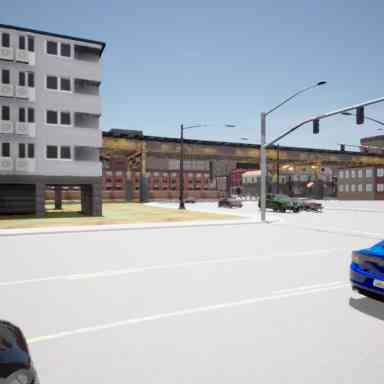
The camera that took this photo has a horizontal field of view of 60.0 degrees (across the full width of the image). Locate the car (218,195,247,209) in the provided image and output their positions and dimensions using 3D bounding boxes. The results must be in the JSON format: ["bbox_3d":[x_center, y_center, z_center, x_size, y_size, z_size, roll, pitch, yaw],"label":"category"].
[{"bbox_3d":[5.287,1.526,46.465,1.812,1.442,4.674,0,0,-25],"label":"car"}]

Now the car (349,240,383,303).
[{"bbox_3d":[5.578,1.478,6.923,5.008,1.535,1.882,0,0,-25],"label":"car"}]

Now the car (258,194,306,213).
[{"bbox_3d":[9.668,1.222,37.296,2.150,2.045,5.566,0,0,-26],"label":"car"}]

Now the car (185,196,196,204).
[{"bbox_3d":[-0.370,1.547,62.511,2.033,1.411,5.357,0,0,-3],"label":"car"}]

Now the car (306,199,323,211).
[{"bbox_3d":[12.849,1.547,39.234,2.033,1.411,5.357,0,0,-26],"label":"car"}]

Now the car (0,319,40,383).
[{"bbox_3d":[-3.292,1.564,2.245,4.181,1.385,1.994,0,0,-33],"label":"car"}]
